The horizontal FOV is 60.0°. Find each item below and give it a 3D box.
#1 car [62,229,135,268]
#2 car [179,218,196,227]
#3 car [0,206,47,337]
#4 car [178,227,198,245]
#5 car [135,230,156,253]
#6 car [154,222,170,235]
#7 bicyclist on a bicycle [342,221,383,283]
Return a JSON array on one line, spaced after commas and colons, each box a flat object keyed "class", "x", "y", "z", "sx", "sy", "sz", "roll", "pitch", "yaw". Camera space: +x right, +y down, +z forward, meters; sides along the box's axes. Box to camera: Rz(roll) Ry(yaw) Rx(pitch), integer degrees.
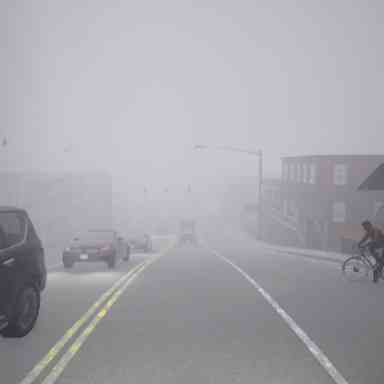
[{"class": "car", "x": -3.791, "y": 2.284, "z": 13.916, "sx": 1.812, "sy": 1.442, "sz": 4.674, "roll": 0, "pitch": -7, "yaw": -1}, {"class": "car", "x": -0.660, "y": 4.773, "z": 47.593, "sx": 2.150, "sy": 2.045, "sz": 5.566, "roll": 0, "pitch": 1, "yaw": 0}, {"class": "car", "x": -3.638, "y": 1.231, "z": 3.734, "sx": 2.150, "sy": 2.045, "sz": 5.566, "roll": 0, "pitch": 0, "yaw": -1}, {"class": "car", "x": -0.451, "y": 4.793, "z": 35.333, "sx": 1.837, "sy": 1.490, "sz": 4.892, "roll": 0, "pitch": -4, "yaw": -1}, {"class": "car", "x": -3.931, "y": 3.598, "z": 24.053, "sx": 1.812, "sy": 1.442, "sz": 4.674, "roll": 0, "pitch": -7, "yaw": -1}, {"class": "car", "x": -4.199, "y": 5.086, "z": 47.340, "sx": 1.837, "sy": 1.490, "sz": 4.892, "roll": 0, "pitch": 1, "yaw": -1}, {"class": "bicyclist on a bicycle", "x": 4.771, "y": 1.586, "z": 8.755, "sx": 1.656, "sy": 1.620, "sz": 0.582, "roll": 0, "pitch": -3, "yaw": 0}]
